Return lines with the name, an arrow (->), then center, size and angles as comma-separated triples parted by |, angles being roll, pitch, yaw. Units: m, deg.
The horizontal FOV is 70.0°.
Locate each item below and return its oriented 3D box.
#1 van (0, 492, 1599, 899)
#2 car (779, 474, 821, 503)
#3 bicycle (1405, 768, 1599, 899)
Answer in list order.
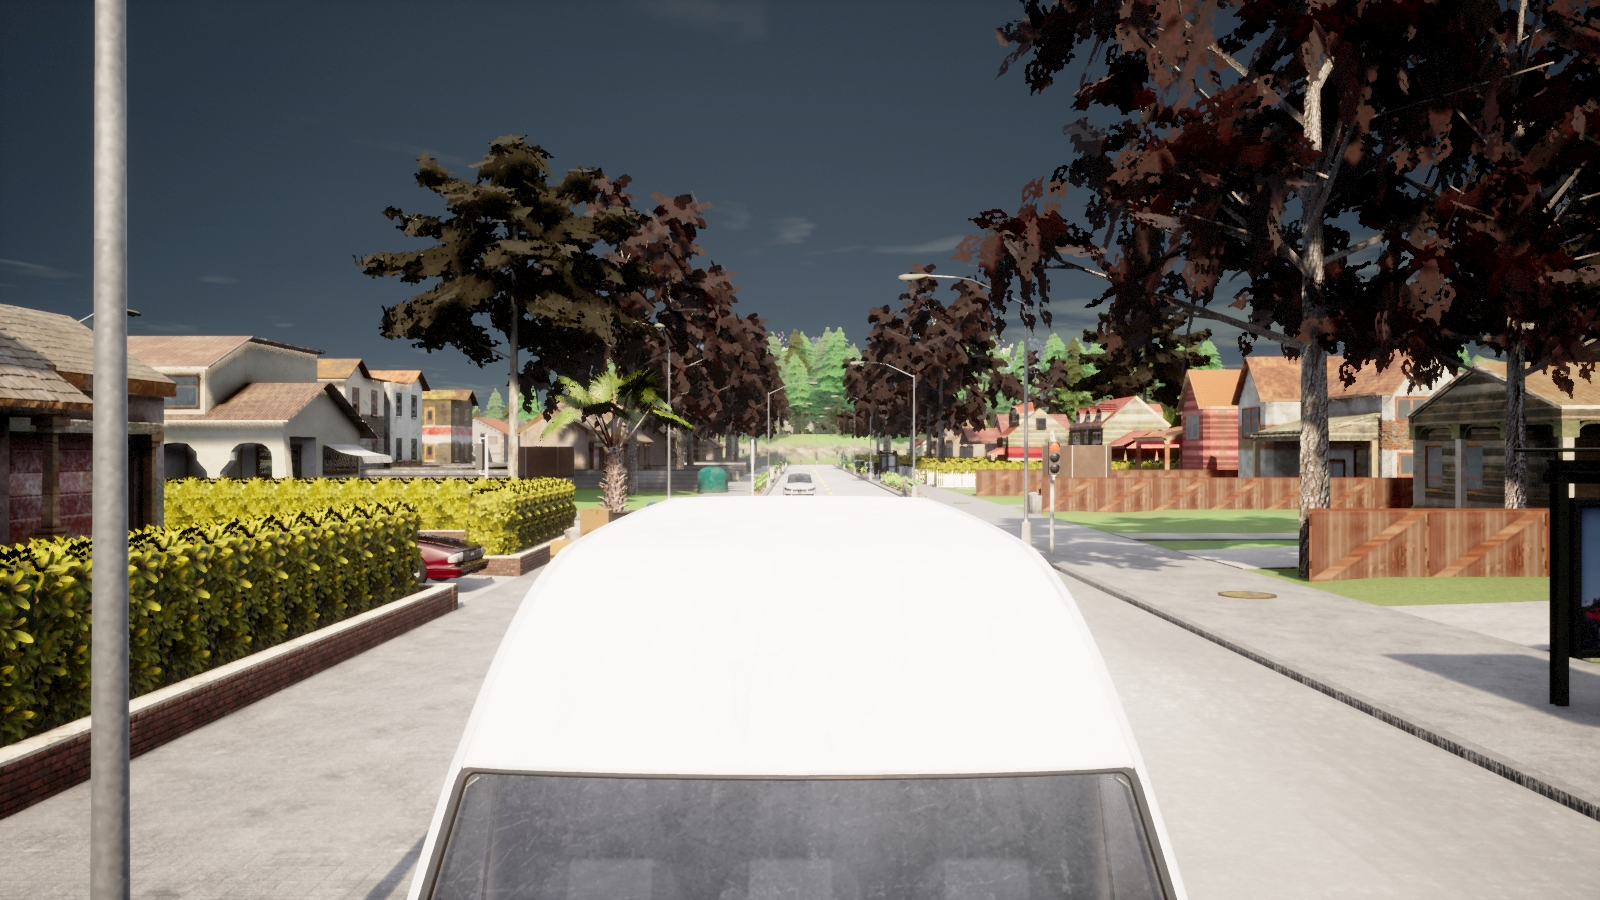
van -> 0.002, 1.537, 4.030 | 1.988, 2.561, 5.915 | 0, 0, 0
car -> -0.021, 2.088, 63.274 | 2.231, 1.480, 4.892 | 0, 0, 0
bicycle -> 2.687, 2.062, 3.843 | 0.329, 1.471, 1.835 | 0, 0, 0
